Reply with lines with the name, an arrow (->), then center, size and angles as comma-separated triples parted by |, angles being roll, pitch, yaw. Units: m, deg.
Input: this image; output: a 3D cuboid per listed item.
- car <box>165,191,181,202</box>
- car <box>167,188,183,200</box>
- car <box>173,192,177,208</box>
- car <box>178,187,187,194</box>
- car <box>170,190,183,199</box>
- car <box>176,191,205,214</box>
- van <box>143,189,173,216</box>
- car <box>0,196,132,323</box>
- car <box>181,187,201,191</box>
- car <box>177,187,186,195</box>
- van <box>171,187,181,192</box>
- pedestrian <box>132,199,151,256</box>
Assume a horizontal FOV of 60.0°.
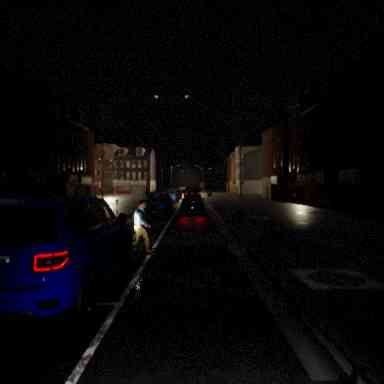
car -> -2.647, 0.606, 46.945 | 1.887, 1.381, 4.507 | 0, 1, 0
car -> -2.649, 0.271, 52.373 | 2.192, 1.841, 5.009 | 0, 1, 0
car -> -2.645, 0.947, 30.647 | 1.947, 1.339, 4.313 | 0, 1, 0
car -> -2.654, -0.531, 95.064 | 2.192, 1.841, 5.009 | 0, 1, 0
car -> -2.648, 0.396, 57.811 | 1.887, 1.381, 4.507 | 0, 1, 0
car -> 0.058, 0.931, 27.695 | 2.128, 1.511, 4.902 | 0, 1, 1
van -> -2.646, 0.830, 25.210 | 1.690, 1.788, 3.998 | 0, 1, 0
car -> -2.752, 1.077, 7.094 | 2.150, 2.045, 5.566 | 0, 1, 0
car -> 0.040, 0.347, 43.199 | 2.150, 2.045, 5.566 | 0, 0, 1
car -> -2.653, -0.331, 84.211 | 2.192, 1.841, 5.009 | 0, 1, 0
van -> -2.648, 0.508, 41.508 | 1.690, 1.788, 3.998 | 0, 1, 0
pedestrian -> -1.583, 1.081, 10.345 | 0.375, 1.860, 0.375 | 0, 2, 0
